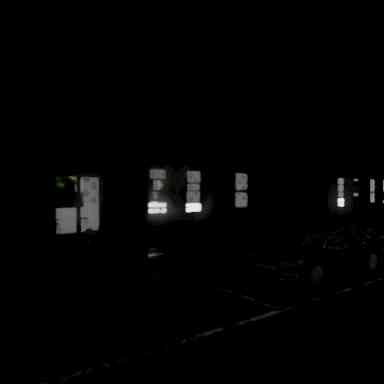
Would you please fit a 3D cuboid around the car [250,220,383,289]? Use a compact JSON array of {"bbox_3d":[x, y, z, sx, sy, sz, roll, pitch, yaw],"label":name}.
[{"bbox_3d":[3.477,1.551,9.040,4.403,1.369,2.008,0,0,-35],"label":"car"}]
